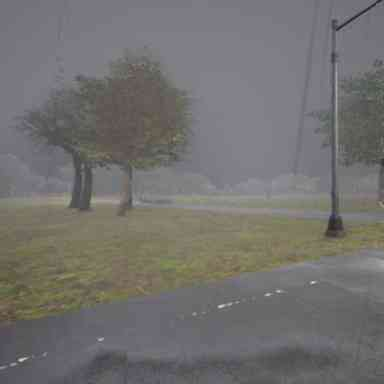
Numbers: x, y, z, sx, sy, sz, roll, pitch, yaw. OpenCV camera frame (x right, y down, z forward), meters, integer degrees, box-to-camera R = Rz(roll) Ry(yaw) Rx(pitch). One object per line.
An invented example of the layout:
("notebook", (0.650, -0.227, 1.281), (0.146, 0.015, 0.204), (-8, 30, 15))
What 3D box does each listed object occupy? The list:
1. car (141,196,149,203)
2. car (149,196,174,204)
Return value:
("car", (-8.754, 1.573, 66.837), (1.994, 1.385, 4.181), (1, 0, -34))
("car", (-5.300, 1.557, 61.702), (2.033, 1.411, 5.357), (1, 0, -34))
